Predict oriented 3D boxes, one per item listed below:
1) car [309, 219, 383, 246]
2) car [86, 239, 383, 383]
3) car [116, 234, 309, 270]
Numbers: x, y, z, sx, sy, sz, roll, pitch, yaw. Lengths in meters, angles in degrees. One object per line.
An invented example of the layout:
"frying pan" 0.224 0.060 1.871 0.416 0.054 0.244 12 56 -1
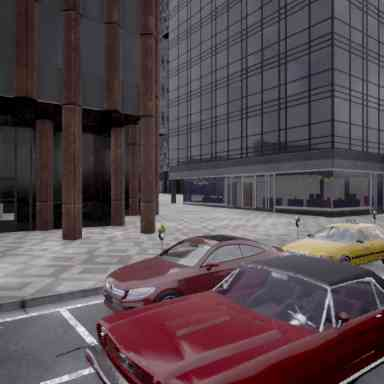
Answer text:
"car" 4.575 1.526 9.948 4.829 1.417 1.752 0 0 -36
"car" 1.202 1.601 4.247 4.718 1.301 1.895 0 0 -36
"car" 0.296 1.582 6.875 4.206 1.307 1.802 0 0 -36
